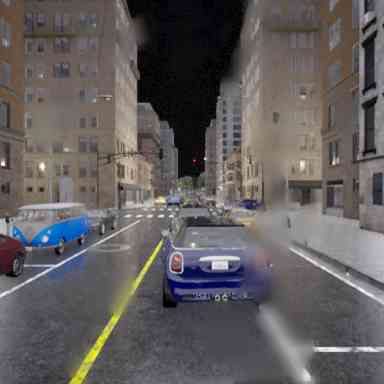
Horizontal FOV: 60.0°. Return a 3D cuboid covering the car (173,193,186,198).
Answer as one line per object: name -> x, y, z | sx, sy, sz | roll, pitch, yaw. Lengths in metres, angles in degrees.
car -> -2.729, 1.216, 60.622 | 2.150, 2.045, 5.566 | 0, 0, 1

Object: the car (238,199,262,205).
car -> 5.888, 1.486, 37.877 | 4.674, 1.442, 1.812 | -1, 0, -9

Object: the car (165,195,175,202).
car -> -5.268, 1.540, 79.088 | 2.008, 1.369, 4.403 | 0, 0, 0

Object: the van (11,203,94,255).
van -> -5.373, 1.340, 12.993 | 1.690, 1.788, 3.998 | 0, 0, 0

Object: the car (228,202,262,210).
car -> 2.671, 1.524, 18.558 | 1.752, 1.417, 4.829 | 0, 0, 0

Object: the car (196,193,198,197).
car -> 2.766, 1.303, 84.761 | 2.192, 1.841, 5.009 | 0, 0, 0

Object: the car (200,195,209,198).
car -> 2.714, 1.547, 50.670 | 2.008, 1.369, 4.403 | 0, 0, 0

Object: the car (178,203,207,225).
car -> 0.056, 1.562, 25.135 | 1.994, 1.385, 4.181 | 0, 0, 0

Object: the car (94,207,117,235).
car -> -5.363, 1.549, 18.399 | 2.008, 1.369, 4.403 | 0, 0, 0

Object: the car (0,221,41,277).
car -> -5.382, 1.581, 7.587 | 1.802, 1.307, 4.206 | 0, 0, 0

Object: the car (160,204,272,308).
car -> 0.319, 1.351, 8.148 | 2.097, 1.767, 4.553 | 0, 0, -5

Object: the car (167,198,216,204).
car -> 0.101, 1.351, 15.474 | 2.097, 1.767, 4.553 | 0, 0, 0

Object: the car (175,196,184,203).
car -> -2.643, 1.517, 70.636 | 1.812, 1.442, 4.674 | 0, 0, 0

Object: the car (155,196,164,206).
car -> -5.303, 1.521, 56.193 | 1.752, 1.417, 4.829 | 0, 0, 0

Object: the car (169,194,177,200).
car -> -5.250, 1.426, 90.450 | 1.967, 1.590, 4.097 | 0, 0, 0

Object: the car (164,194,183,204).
car -> -2.766, 1.474, 50.542 | 1.882, 1.535, 5.008 | 0, 0, 0

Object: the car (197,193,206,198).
car -> 2.749, 1.431, 73.397 | 1.967, 1.590, 4.097 | 0, 0, 0

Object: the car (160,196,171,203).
car -> -5.285, 1.559, 67.725 | 1.947, 1.339, 4.313 | 0, 0, 0
